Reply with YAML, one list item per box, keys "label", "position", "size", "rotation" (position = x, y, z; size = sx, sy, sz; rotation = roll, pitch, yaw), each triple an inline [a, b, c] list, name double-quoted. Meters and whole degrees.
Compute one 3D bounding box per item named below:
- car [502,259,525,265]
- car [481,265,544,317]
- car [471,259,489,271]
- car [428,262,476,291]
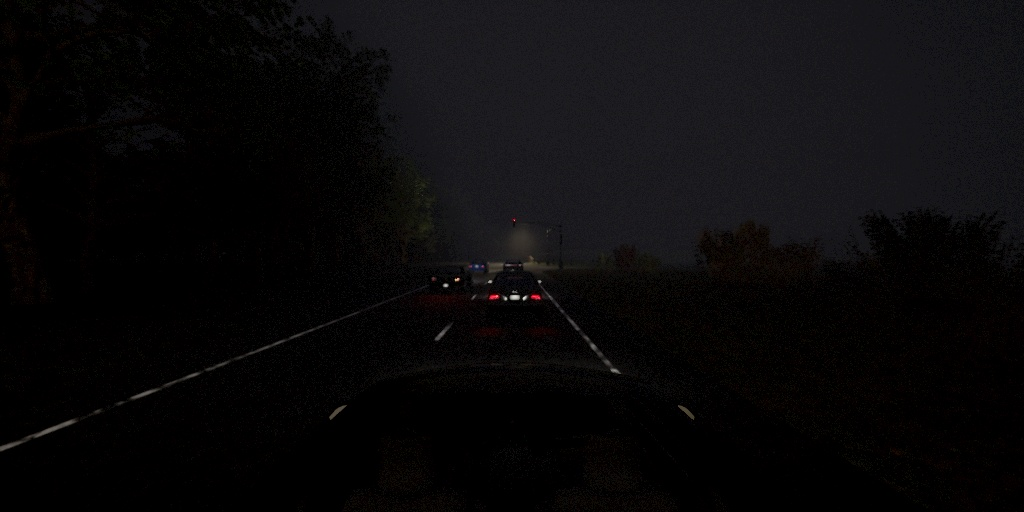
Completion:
- label: "car"
  position: [0.112, 1.004, 33.034]
  size: [2.128, 1.511, 4.902]
  rotation: [0, 0, 0]
- label: "car"
  position: [0.104, 1.216, 12.796]
  size: [2.033, 1.411, 5.357]
  rotation: [0, 0, 0]
- label: "car"
  position: [-3.392, 1.035, 36.715]
  size: [2.033, 1.411, 5.357]
  rotation: [0, 0, 0]
- label: "car"
  position: [-3.395, 1.210, 20.598]
  size: [1.895, 1.301, 4.718]
  rotation: [0, 0, 0]
